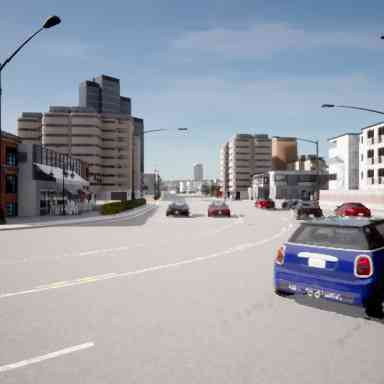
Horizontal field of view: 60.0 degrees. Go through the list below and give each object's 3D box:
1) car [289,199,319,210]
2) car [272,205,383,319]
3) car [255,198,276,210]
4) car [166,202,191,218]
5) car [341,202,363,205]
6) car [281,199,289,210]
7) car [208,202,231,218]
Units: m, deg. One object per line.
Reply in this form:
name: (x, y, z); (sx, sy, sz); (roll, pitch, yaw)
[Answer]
car: (9.317, 1.506, 27.093); (1.837, 1.490, 4.892); (1, 1, 10)
car: (3.792, 1.351, 7.748); (2.097, 1.767, 4.553); (0, 0, 43)
car: (9.545, 1.478, 43.741); (1.882, 1.535, 5.008); (0, 0, -1)
car: (-1.165, 1.564, 30.095); (1.994, 1.385, 4.181); (0, 0, 4)
car: (12.781, 1.526, 26.680); (1.812, 1.442, 4.674); (0, 0, 9)
car: (13.056, 1.563, 43.282); (1.994, 1.385, 4.181); (0, 0, -1)
car: (2.436, 1.564, 29.950); (1.994, 1.385, 4.181); (0, 0, 3)
